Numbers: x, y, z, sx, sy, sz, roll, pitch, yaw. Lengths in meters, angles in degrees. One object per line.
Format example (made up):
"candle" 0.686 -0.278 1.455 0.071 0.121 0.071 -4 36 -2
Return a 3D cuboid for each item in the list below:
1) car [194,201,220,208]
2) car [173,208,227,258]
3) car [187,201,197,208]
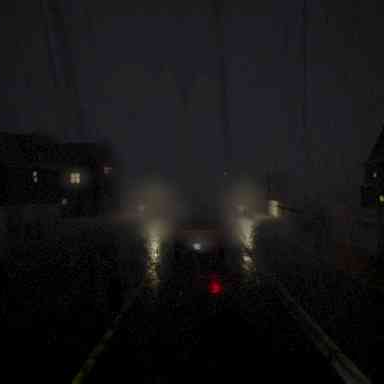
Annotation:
"car" 1.640 1.768 29.037 1.882 1.535 5.008 0 0 7
"car" 0.353 1.618 13.429 2.128 1.511 4.902 0 0 4
"car" 0.571 1.901 41.856 1.882 1.535 5.008 0 -1 9
